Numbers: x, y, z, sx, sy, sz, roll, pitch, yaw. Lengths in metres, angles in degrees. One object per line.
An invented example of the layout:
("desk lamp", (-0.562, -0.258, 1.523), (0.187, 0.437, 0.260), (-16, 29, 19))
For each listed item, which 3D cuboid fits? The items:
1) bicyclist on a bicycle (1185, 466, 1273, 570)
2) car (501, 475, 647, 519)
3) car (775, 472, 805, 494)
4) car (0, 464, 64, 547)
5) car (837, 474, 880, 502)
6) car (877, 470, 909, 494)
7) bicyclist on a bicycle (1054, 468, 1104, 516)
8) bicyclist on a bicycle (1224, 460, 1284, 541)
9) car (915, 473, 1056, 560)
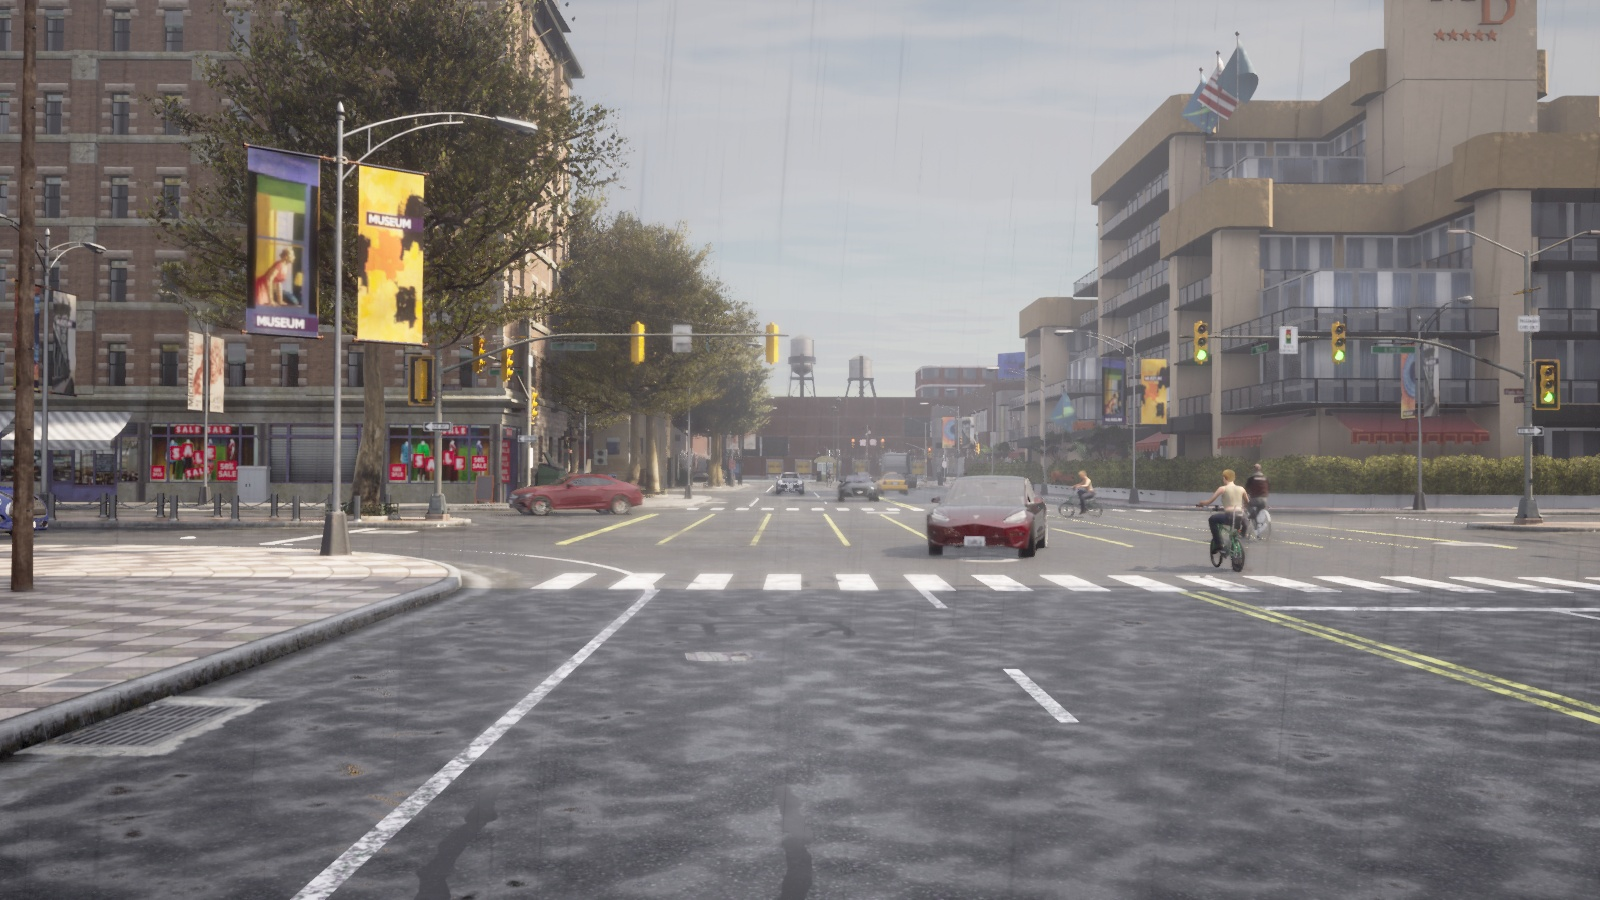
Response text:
("bicyclist on a bicycle", (6.848, 1.061, 20.124), (0.866, 1.612, 1.509), (0, -1, -1))
("car", (-7.838, 1.604, 43.717), (4.674, 1.442, 1.812), (0, -1, -29))
("car", (-0.653, 2.200, 84.620), (1.970, 1.475, 3.806), (0, -1, 0))
("car", (-19.190, 1.215, 27.790), (4.553, 1.767, 2.097), (0, -1, 1))
("car", (2.995, 1.956, 65.030), (1.994, 1.385, 4.181), (0, -1, -1))
("car", (6.336, 2.170, 86.104), (1.801, 1.575, 5.366), (0, -1, 0))
("bicyclist on a bicycle", (9.497, 1.430, 42.825), (1.509, 1.612, 0.866), (0, -1, 0))
("bicyclist on a bicycle", (10.283, 1.121, 28.485), (0.659, 1.776, 1.843), (0, -1, 0))
("car", (3.726, 1.209, 24.460), (2.163, 1.488, 4.792), (-1, -1, 15))
